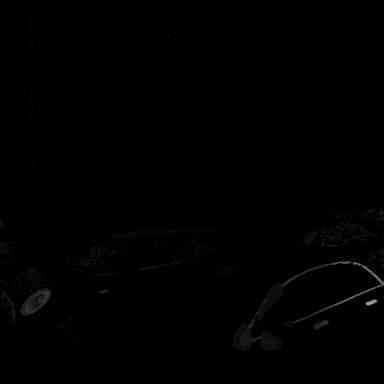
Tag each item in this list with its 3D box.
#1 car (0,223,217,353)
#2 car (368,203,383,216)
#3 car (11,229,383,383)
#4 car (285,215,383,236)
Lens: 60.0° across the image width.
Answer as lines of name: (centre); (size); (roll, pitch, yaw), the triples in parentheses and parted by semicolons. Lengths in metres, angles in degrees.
car: (-1.089, 1.423, 5.869); (4.097, 1.590, 1.967); (0, 0, -35)
car: (8.045, 1.220, 12.382); (5.009, 1.841, 2.192); (0, 0, -35)
car: (0.779, 1.485, 3.933); (4.892, 1.490, 1.837); (0, 0, -36)
car: (3.479, 1.495, 9.127); (4.403, 1.369, 2.008); (0, 0, -35)
